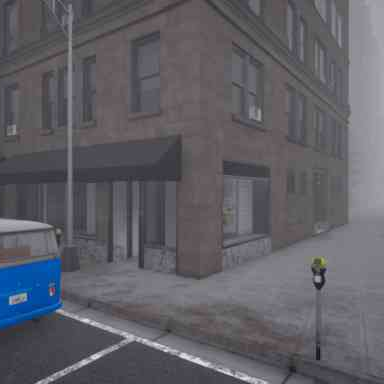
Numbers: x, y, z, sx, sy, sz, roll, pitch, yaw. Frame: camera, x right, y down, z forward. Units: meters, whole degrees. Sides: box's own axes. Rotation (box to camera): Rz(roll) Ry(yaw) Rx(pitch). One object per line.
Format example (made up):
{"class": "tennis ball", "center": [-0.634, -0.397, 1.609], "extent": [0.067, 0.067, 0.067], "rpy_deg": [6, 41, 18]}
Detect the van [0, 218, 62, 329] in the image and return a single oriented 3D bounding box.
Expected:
{"class": "van", "center": [-4.073, 1.340, 5.985], "extent": [3.998, 1.788, 1.690], "rpy_deg": [0, 0, 36]}
